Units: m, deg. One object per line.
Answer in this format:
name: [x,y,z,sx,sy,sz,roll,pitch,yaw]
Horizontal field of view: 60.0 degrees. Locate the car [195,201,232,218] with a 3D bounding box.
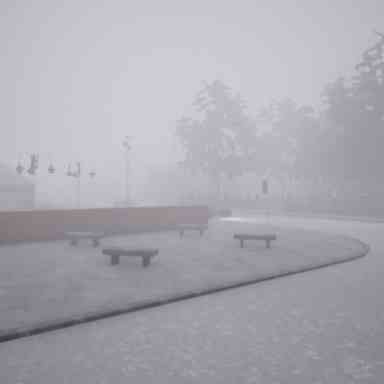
car: [1.592,1.497,28.946,1.994,1.385,4.181,0,0,-35]

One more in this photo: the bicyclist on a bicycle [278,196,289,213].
bicyclist on a bicycle: [9.083,1.253,32.893,1.656,1.620,0.582,-1,0,-35]

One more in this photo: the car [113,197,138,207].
car: [-8.816,1.446,43.715,1.837,1.490,4.892,0,0,-35]
